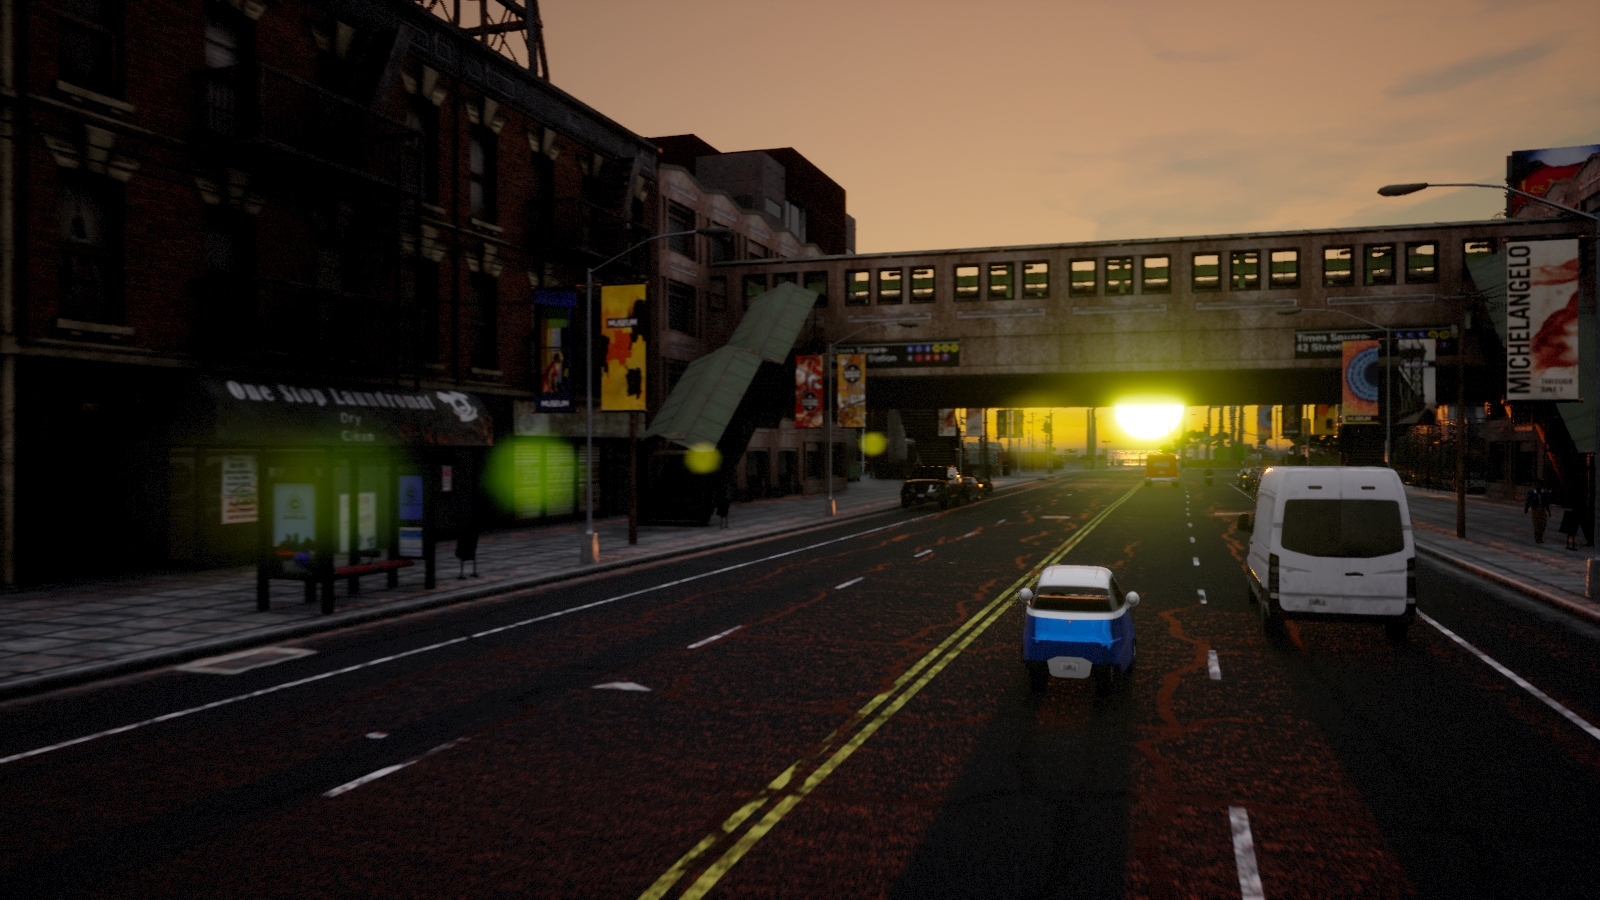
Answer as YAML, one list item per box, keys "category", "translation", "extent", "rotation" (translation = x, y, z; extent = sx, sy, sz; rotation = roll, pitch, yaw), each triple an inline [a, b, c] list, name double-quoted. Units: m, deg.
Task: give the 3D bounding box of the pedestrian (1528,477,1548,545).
- category: "pedestrian"
  translation: [20.646, 1.705, 31.965]
  extent: [0.375, 1.860, 0.375]
  rotation: [0, 0, 18]

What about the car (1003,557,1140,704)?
- category: "car"
  translation: [3.364, 2.121, 13.946]
  extent: [1.481, 1.376, 2.207]
  rotation: [0, 0, 17]

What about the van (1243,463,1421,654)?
- category: "van"
  translation: [8.563, 1.538, 18.919]
  extent: [1.988, 2.561, 5.915]
  rotation: [0, 0, 18]
